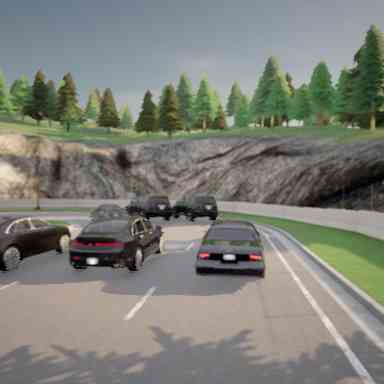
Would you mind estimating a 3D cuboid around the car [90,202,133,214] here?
[{"bbox_3d":[-6.265,1.597,24.677,2.033,1.411,5.357,0,0,-26],"label":"car"}]

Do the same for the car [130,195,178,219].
[{"bbox_3d":[-3.647,1.293,27.376,2.150,2.045,5.566,1,0,-30],"label":"car"}]

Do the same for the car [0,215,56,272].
[{"bbox_3d":[-5.756,1.501,10.884,2.128,1.511,4.902,0,0,8],"label":"car"}]

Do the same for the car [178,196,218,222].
[{"bbox_3d":[0.112,1.310,27.718,2.150,2.045,5.566,1,0,-25],"label":"car"}]

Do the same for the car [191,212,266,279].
[{"bbox_3d":[1.228,1.585,10.283,2.033,1.411,5.357,0,0,8],"label":"car"}]

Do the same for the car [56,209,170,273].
[{"bbox_3d":[-2.214,1.530,10.924,1.837,1.490,4.892,0,0,8],"label":"car"}]
